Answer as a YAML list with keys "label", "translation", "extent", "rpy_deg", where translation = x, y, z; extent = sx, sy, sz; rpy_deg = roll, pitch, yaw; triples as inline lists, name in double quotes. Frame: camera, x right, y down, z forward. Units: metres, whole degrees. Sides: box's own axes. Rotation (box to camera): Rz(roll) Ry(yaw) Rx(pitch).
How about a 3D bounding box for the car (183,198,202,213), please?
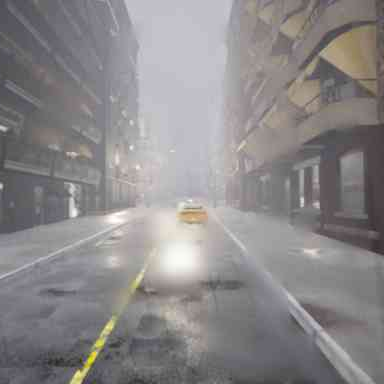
- label: "car"
  translation: [0.101, 1.540, 39.540]
  extent: [2.128, 1.511, 4.902]
  rpy_deg: [0, 0, 0]

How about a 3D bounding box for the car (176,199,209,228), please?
- label: "car"
  translation: [0.102, 1.497, 22.576]
  extent: [1.882, 1.535, 5.008]
  rpy_deg: [0, 0, 0]

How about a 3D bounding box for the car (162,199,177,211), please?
- label: "car"
  translation: [-2.749, 1.567, 41.909]
  extent: [1.895, 1.301, 4.718]
  rpy_deg: [0, 0, 0]
